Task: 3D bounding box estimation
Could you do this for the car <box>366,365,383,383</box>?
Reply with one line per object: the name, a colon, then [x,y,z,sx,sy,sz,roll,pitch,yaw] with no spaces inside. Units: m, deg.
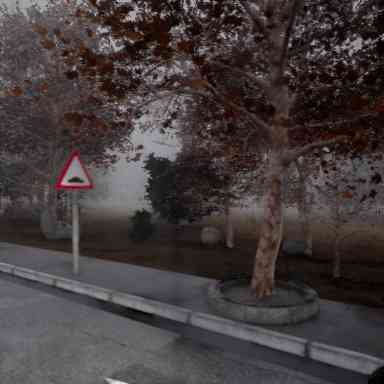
car: [3.211,1.490,1.086,4.902,1.511,2.128,0,0,36]
